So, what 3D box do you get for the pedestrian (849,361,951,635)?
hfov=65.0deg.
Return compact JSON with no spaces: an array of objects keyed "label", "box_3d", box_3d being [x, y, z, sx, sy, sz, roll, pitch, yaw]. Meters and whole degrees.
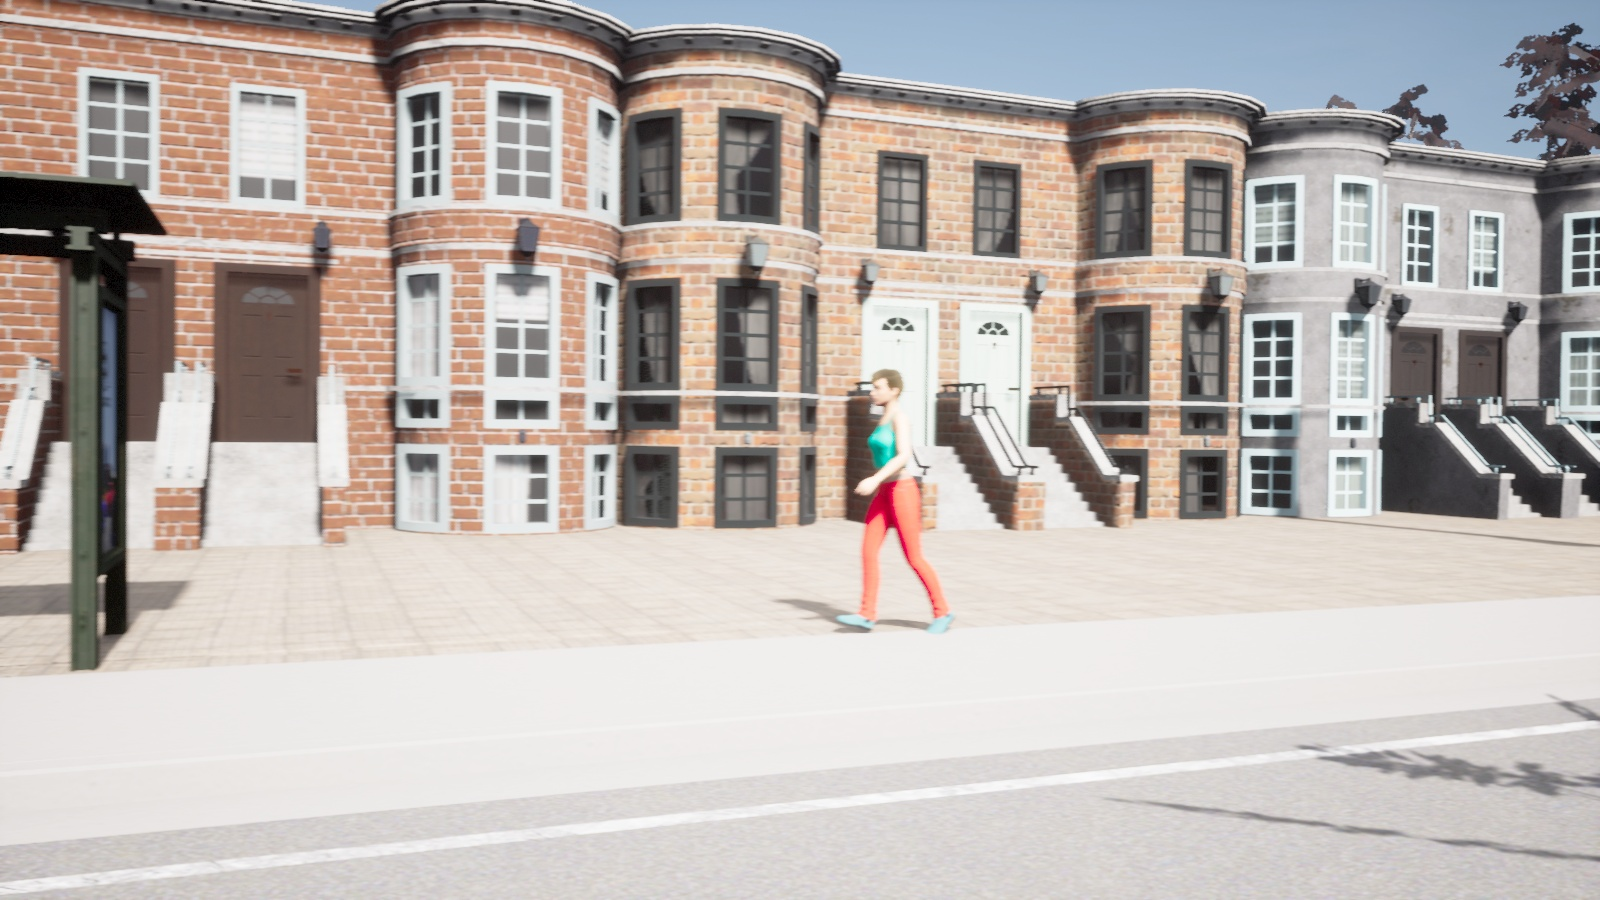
[{"label":"pedestrian","box_3d":[0.689,0.315,8.654,0.594,1.836,0.345,-1,1,-21]}]
